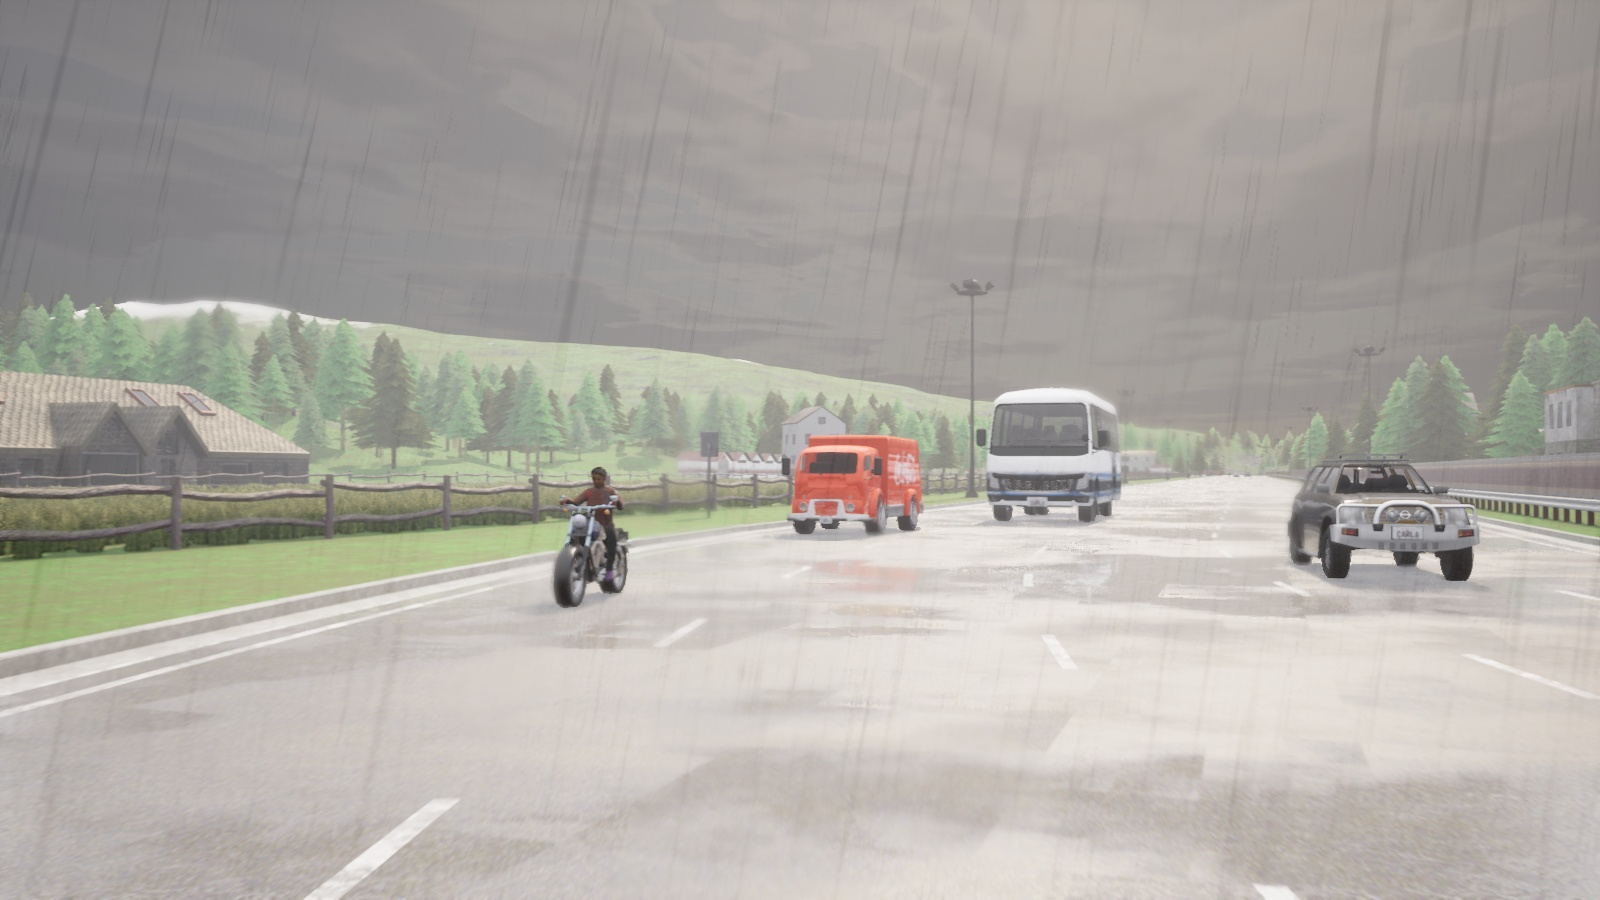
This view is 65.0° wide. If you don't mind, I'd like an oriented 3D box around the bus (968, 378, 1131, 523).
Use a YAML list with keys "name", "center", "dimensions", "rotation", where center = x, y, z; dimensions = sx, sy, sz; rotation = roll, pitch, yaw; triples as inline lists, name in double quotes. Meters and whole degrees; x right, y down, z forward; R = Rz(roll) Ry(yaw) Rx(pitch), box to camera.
- name: "bus"
  center: [8.677, 0.114, 42.330]
  dimensions: [3.944, 4.253, 10.273]
  rotation: [-1, -1, 20]

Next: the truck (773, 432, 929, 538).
- name: "truck"
  center: [1.426, 0.861, 32.048]
  dimensions: [2.627, 2.467, 5.204]
  rotation: [-1, -1, 18]

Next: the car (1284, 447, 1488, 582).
- name: "car"
  center: [9.003, 0.928, 19.732]
  dimensions: [1.932, 1.855, 4.605]
  rotation: [-1, -1, 12]

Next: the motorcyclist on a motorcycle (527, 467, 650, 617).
- name: "motorcyclist on a motorcycle"
  center: [-2.480, 1.026, 15.051]
  dimensions: [0.766, 1.649, 2.350]
  rotation: [0, -1, 9]
